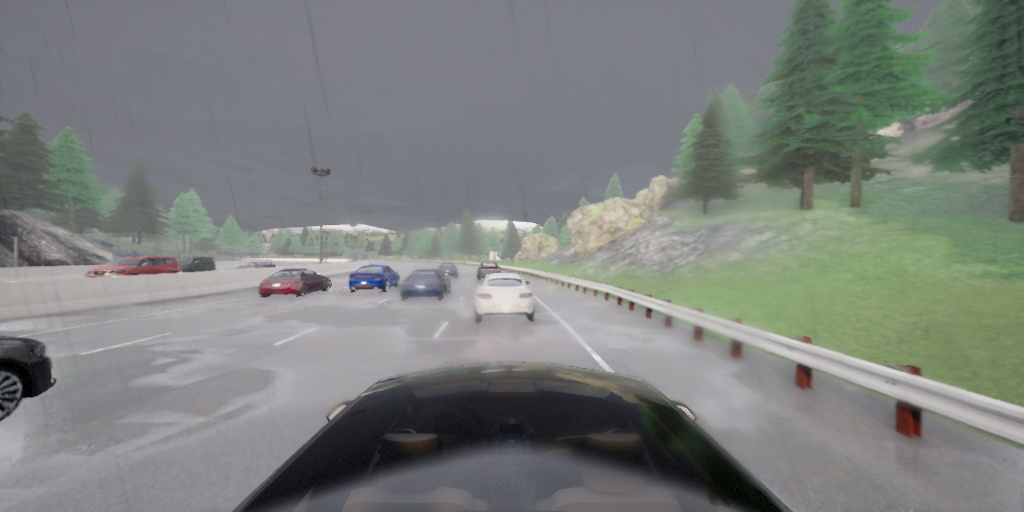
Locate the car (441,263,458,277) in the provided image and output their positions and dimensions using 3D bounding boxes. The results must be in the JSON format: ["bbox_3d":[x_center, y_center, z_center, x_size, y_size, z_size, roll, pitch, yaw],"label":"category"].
[{"bbox_3d":[-6.285,1.344,35.084,1.994,1.385,4.181,0,0,-9],"label":"car"}]

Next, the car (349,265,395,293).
[{"bbox_3d":[-7.972,1.254,21.169,1.882,1.535,5.008,0,0,-5],"label":"car"}]

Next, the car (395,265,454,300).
[{"bbox_3d":[-4.169,1.331,17.794,1.994,1.385,4.181,0,0,-5],"label":"car"}]

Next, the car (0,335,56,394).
[{"bbox_3d":[-6.987,1.256,2.679,2.128,1.511,4.902,0,0,0],"label":"car"}]

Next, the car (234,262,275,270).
[{"bbox_3d":[-23.848,1.307,33.448,2.128,1.511,4.902,0,0,-9],"label":"car"}]

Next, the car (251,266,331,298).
[{"bbox_3d":[-11.284,1.346,18.929,1.994,1.385,4.181,0,0,-5],"label":"car"}]

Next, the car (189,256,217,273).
[{"bbox_3d":[-31.110,1.056,34.594,2.150,2.045,5.566,0,0,-10],"label":"car"}]

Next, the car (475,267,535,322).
[{"bbox_3d":[-0.286,1.282,12.308,1.812,1.442,4.674,0,0,-3],"label":"car"}]

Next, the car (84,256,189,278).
[{"bbox_3d":[-26.193,1.036,25.121,2.150,2.045,5.566,0,0,-7],"label":"car"}]

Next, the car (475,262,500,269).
[{"bbox_3d":[-1.973,1.261,29.969,2.128,1.511,4.902,0,0,-8],"label":"car"}]
